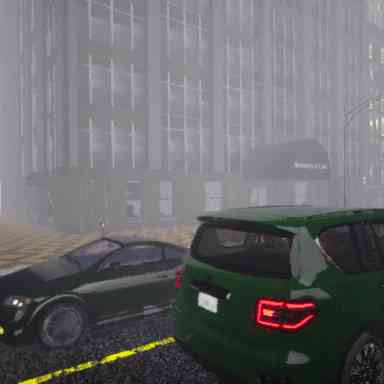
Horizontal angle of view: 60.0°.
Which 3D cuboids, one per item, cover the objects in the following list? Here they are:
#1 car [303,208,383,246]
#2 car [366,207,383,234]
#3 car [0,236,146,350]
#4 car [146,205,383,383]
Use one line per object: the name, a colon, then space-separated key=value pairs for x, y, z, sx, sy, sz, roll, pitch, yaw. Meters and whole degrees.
car: x=7.474 y=1.542 z=15.764 sx=4.507 sy=1.381 sz=1.887 roll=0 pitch=-1 yaw=-35
car: x=12.101 y=1.547 z=19.065 sx=4.403 sy=1.369 sz=2.008 roll=0 pitch=-1 yaw=-35
car: x=-1.398 y=1.563 z=6.248 sx=4.181 sy=1.385 sz=1.994 roll=0 pitch=0 yaw=-36
car: x=2.341 y=1.221 z=4.979 sx=5.566 sy=2.045 sz=2.150 roll=0 pitch=0 yaw=-36
